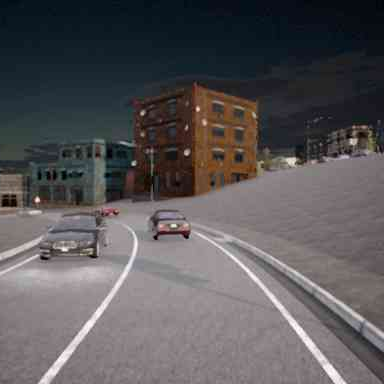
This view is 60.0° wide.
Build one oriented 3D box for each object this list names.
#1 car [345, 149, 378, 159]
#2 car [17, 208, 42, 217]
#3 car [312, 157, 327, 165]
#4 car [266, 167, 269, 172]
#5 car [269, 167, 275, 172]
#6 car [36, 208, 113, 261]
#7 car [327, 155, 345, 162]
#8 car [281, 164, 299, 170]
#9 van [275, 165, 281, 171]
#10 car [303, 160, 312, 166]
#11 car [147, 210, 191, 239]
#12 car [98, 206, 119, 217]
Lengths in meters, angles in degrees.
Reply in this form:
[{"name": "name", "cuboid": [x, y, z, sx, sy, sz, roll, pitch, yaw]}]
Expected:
[{"name": "car", "cuboid": [21.511, -4.582, 41.416, 2.185, 1.767, 4.553, 0, 1, -1]}, {"name": "car", "cuboid": [-24.293, 3.076, 49.680, 4.718, 1.301, 1.895, -4, -2, 40]}, {"name": "car", "cuboid": [21.272, -4.780, 52.581, 2.185, 1.767, 4.553, 0, 1, -1]}, {"name": "car", "cuboid": [20.566, -5.401, 85.634, 2.435, 2.045, 5.566, 0, 1, -1]}, {"name": "car", "cuboid": [20.684, -5.041, 80.152, 2.002, 1.452, 4.674, 0, 1, -1]}, {"name": "car", "cuboid": [-4.324, 1.589, 12.809, 1.837, 1.490, 4.892, 0, -1, -8]}, {"name": "car", "cuboid": [21.394, -4.514, 46.910, 2.002, 1.452, 4.674, 0, 1, -1]}, {"name": "car", "cuboid": [20.918, -4.923, 69.115, 2.231, 1.521, 4.892, 0, 1, -1]}, {"name": "van", "cuboid": [20.804, -5.229, 74.507, 1.878, 1.987, 4.442, 0, 1, -1]}, {"name": "car", "cuboid": [21.155, -4.874, 58.100, 2.185, 1.767, 4.553, 0, 1, -1]}, {"name": "car", "cuboid": [-1.371, 1.675, 18.109, 2.033, 1.411, 5.357, 0, -1, -12]}, {"name": "car", "cuboid": [-10.298, 2.266, 39.315, 1.895, 1.301, 4.718, -1, -1, -33]}]
